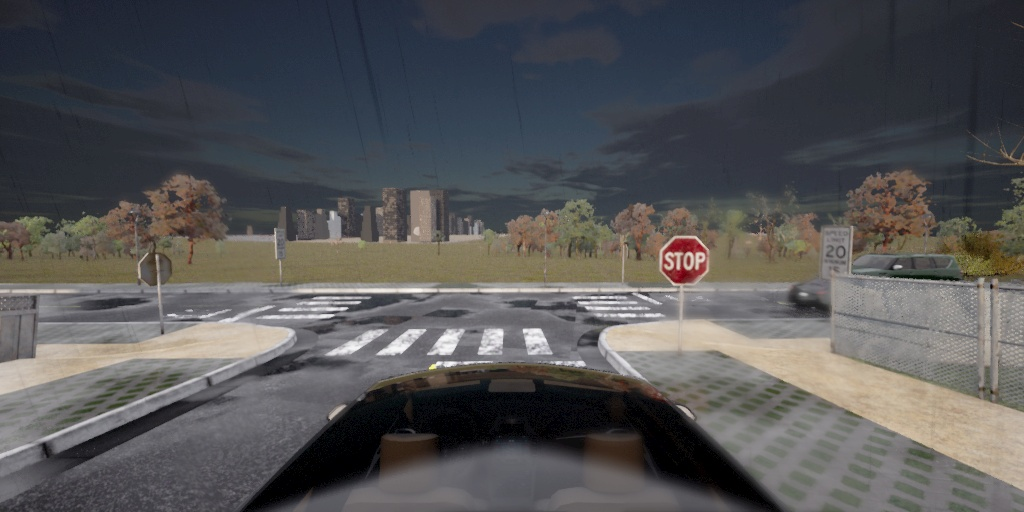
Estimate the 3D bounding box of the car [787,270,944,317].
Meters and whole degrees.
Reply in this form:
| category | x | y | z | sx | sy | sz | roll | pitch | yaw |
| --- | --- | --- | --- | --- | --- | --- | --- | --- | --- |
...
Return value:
| category | x | y | z | sx | sy | sz | roll | pitch | yaw |
| --- | --- | --- | --- | --- | --- | --- | --- | --- | --- |
| car | 12.942 | 1.412 | 13.534 | 4.181 | 1.385 | 1.994 | 0 | 4 | -2 |

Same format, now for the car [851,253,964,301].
| category | x | y | z | sx | sy | sz | roll | pitch | yaw |
| --- | --- | --- | --- | --- | --- | --- | --- | --- | --- |
| car | 17.411 | 0.894 | 16.627 | 5.566 | 2.045 | 2.150 | 0 | 4 | -2 |
